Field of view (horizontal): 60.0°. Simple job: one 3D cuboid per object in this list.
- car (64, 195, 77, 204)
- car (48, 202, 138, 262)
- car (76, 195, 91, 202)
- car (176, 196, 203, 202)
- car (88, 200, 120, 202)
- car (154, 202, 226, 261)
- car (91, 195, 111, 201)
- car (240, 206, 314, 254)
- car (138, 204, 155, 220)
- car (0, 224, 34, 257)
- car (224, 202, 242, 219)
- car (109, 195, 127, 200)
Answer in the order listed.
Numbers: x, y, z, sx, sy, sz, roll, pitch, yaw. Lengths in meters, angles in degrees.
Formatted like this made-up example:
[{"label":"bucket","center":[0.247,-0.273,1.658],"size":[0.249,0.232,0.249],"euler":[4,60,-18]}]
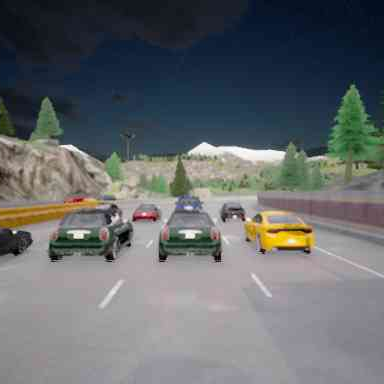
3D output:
[{"label":"car","center":[-23.571,1.536,67.190],"size":[2.150,2.045,5.566],"euler":[0,0,12]},{"label":"car","center":[-3.563,1.410,12.577],"size":[2.097,1.767,4.553],"euler":[0,0,0]},{"label":"car","center":[-20.238,1.782,66.060],"size":[1.882,1.535,5.008],"euler":[0,0,12]},{"label":"car","center":[-0.206,1.344,26.532],"size":[2.150,2.045,5.566],"euler":[0,0,1]},{"label":"car","center":[-7.169,1.656,28.270],"size":[1.812,1.442,4.674],"euler":[0,0,1]},{"label":"car","center":[-0.063,1.409,12.619],"size":[2.097,1.767,4.553],"euler":[0,0,0]},{"label":"car","center":[-16.887,1.520,65.064],"size":[2.150,2.045,5.566],"euler":[0,0,12]},{"label":"car","center":[3.429,1.540,13.910],"size":[1.882,1.535,5.008],"euler":[0,0,0]},{"label":"car","center":[-3.676,1.693,27.865],"size":[1.994,1.385,4.181],"euler":[0,0,1]},{"label":"car","center":[-7.061,1.598,10.492],"size":[2.033,1.411,5.357],"euler":[0,0,0]},{"label":"car","center":[3.320,1.632,27.767],"size":[1.837,1.490,4.892],"euler":[0,0,1]},{"label":"car","center":[-13.589,1.854,63.835],"size":[1.994,1.385,4.181],"euler":[0,0,13]}]
